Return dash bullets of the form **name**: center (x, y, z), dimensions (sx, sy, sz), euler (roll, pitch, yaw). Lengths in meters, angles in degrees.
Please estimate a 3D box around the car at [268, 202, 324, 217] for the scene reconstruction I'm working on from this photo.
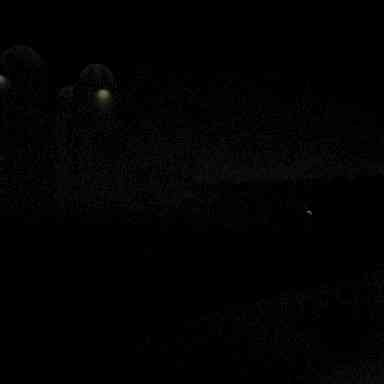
- **car**: center (8.230, 1.571, 26.572), dimensions (2.097, 1.767, 4.553), euler (1, -1, -36)

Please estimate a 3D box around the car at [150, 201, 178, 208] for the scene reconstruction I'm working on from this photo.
- **car**: center (-3.763, 1.874, 43.358), dimensions (1.895, 1.301, 4.718), euler (1, 0, -35)
